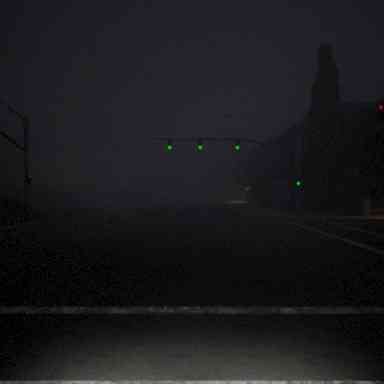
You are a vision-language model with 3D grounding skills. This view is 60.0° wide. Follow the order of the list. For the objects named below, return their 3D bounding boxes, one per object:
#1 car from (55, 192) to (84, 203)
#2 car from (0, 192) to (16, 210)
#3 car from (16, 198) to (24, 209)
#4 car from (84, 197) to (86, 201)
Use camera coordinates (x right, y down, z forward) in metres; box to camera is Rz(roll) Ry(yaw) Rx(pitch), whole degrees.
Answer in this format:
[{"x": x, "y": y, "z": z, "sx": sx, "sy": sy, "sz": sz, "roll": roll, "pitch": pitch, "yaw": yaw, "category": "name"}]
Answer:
[{"x": -21.319, "y": 0.866, "z": 57.151, "sx": 3.866, "sy": 1.878, "sz": 1.905, "roll": 0, "pitch": 0, "yaw": 0, "category": "car"}, {"x": -21.395, "y": 0.979, "z": 34.633, "sx": 4.605, "sy": 1.855, "sz": 1.932, "roll": 0, "pitch": 0, "yaw": 0, "category": "car"}, {"x": -21.333, "y": 0.967, "z": 37.527, "sx": 3.866, "sy": 1.878, "sz": 1.905, "roll": 0, "pitch": 0, "yaw": 0, "category": "car"}, {"x": -21.300, "y": 1.090, "z": 60.047, "sx": 3.806, "sy": 1.475, "sz": 1.970, "roll": 0, "pitch": 0, "yaw": 0, "category": "car"}]
